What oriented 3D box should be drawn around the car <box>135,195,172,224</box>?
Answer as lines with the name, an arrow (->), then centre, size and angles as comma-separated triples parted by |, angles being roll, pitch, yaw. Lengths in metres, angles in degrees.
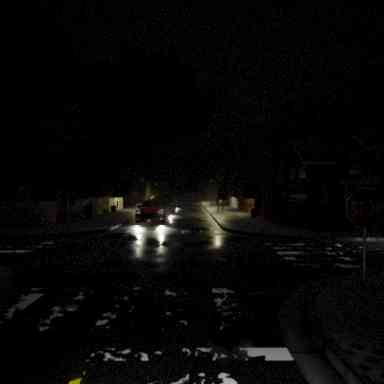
car -> -2.901, 1.341, 24.630 | 2.097, 1.767, 4.553 | 0, 0, 0

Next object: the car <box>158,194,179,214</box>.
car -> -2.926, 1.211, 36.165 | 2.150, 2.045, 5.566 | 0, 0, 0

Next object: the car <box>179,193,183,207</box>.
car -> -2.910, 1.341, 48.022 | 2.097, 1.767, 4.553 | 0, 0, 2
